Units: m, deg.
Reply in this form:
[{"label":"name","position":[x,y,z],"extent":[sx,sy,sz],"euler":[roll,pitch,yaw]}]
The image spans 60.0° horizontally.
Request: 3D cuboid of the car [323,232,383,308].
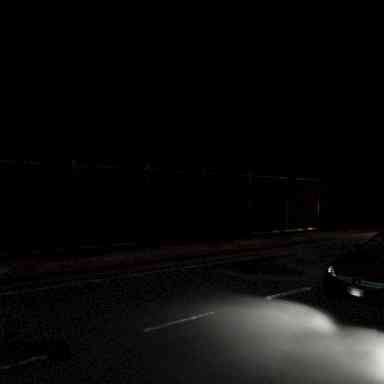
[{"label":"car","position":[4.941,1.629,7.573],"extent":[4.674,1.442,1.812],"euler":[1,-1,-36]}]
